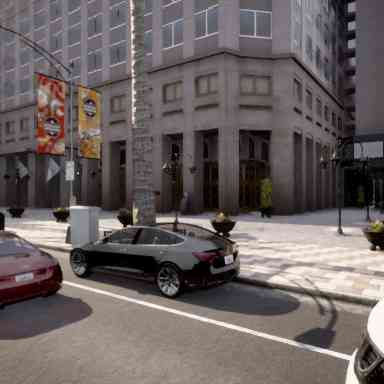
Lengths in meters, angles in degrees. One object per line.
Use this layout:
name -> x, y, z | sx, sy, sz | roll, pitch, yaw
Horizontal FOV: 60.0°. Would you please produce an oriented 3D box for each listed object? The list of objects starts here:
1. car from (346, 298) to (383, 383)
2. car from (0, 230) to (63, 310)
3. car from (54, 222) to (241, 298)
car -> 3.679, 1.222, 1.362 | 5.566, 2.045, 2.150 | 0, 0, 36
car -> -4.753, 1.564, 7.378 | 4.181, 1.385, 1.994 | 0, 0, 36
car -> -1.109, 1.513, 8.579 | 4.786, 1.482, 2.161 | 0, 0, 35
